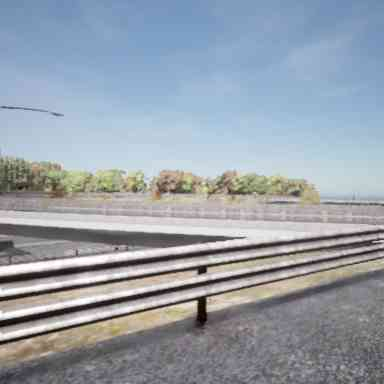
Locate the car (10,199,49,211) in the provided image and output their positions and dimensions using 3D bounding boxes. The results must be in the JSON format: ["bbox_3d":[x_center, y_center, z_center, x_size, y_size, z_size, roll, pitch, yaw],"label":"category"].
[{"bbox_3d":[-19.738,1.556,40.227,5.357,1.411,2.033,0,-1,29],"label":"car"}]
